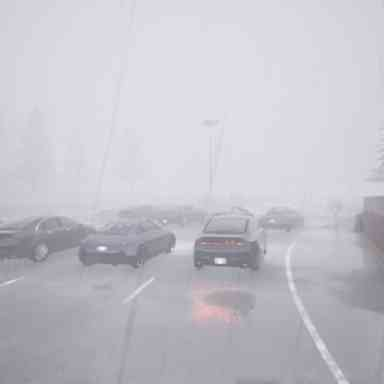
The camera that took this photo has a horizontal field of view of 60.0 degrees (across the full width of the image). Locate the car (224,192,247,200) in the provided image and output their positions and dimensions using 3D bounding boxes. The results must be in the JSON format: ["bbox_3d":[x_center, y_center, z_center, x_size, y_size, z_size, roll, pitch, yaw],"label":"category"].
[{"bbox_3d":[9.120,1.049,66.807,2.150,2.045,5.566,-1,1,32],"label":"car"}]

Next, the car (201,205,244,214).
[{"bbox_3d":[2.733,1.626,22.656,1.812,1.442,4.674,-1,0,31],"label":"car"}]

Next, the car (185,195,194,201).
[{"bbox_3d":[0.176,1.492,72.280,1.812,1.442,4.674,-1,1,31],"label":"car"}]

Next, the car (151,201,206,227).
[{"bbox_3d":[-0.547,1.655,23.994,1.837,1.490,4.892,-1,0,31],"label":"car"}]

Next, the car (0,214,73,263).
[{"bbox_3d":[-5.424,1.600,12.483,1.837,1.490,4.892,-1,0,16],"label":"car"}]

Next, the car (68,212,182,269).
[{"bbox_3d":[-2.053,1.618,11.554,1.994,1.385,4.181,-1,0,16],"label":"car"}]

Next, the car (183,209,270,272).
[{"bbox_3d":[1.400,1.521,10.914,1.837,1.490,4.892,-1,0,16],"label":"car"}]

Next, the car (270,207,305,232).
[{"bbox_3d":[5.619,1.618,20.670,1.994,1.385,4.181,-1,0,31],"label":"car"}]

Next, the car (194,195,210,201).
[{"bbox_3d":[3.163,1.460,70.456,2.033,1.411,5.357,-1,1,31],"label":"car"}]

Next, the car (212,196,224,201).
[{"bbox_3d":[6.170,1.426,68.665,1.994,1.385,4.181,-1,1,31],"label":"car"}]

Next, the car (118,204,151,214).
[{"bbox_3d":[-3.617,1.702,25.677,1.837,1.490,4.892,-1,0,31],"label":"car"}]
